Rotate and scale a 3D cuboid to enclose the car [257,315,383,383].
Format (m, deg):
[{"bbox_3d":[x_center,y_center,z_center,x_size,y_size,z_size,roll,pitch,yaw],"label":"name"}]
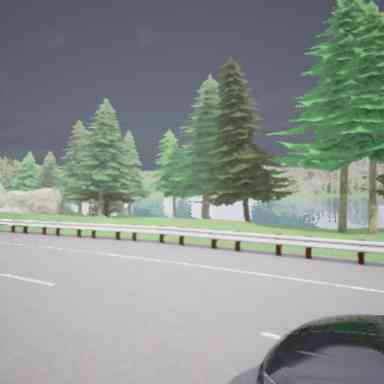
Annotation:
[{"bbox_3d":[2.737,1.473,1.789,4.902,1.511,2.128,0,0,36],"label":"car"}]
